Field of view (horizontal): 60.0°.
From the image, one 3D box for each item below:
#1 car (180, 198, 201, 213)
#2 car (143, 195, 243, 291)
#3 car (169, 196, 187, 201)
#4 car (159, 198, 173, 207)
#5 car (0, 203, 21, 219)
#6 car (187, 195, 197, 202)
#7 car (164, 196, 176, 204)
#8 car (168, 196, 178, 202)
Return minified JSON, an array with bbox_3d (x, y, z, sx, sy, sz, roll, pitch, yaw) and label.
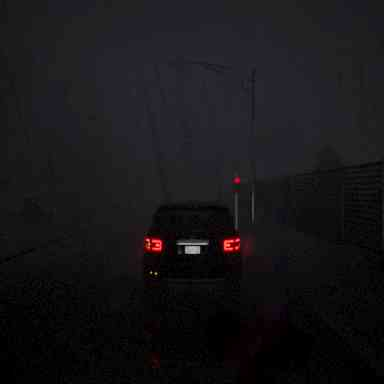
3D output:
[{"bbox_3d":[-0.115,1.526,38.551,1.812,1.442,4.674,1,0,8],"label":"car"},{"bbox_3d":[0.033,1.221,9.158,2.150,2.045,5.566,0,0,0],"label":"car"},{"bbox_3d":[-3.803,1.595,87.234,4.718,1.301,1.895,0,0,40],"label":"car"},{"bbox_3d":[-4.153,1.601,53.590,1.895,1.301,4.718,0,0,0],"label":"car"},{"bbox_3d":[-17.155,1.478,28.342,5.008,1.535,1.882,0,0,0],"label":"car"},{"bbox_3d":[-0.097,1.478,77.545,1.882,1.535,5.008,0,0,-4],"label":"car"},{"bbox_3d":[-4.125,1.547,63.353,2.033,1.411,5.357,0,0,0],"label":"car"},{"bbox_3d":[-4.083,1.552,73.338,1.994,1.385,4.181,0,0,0],"label":"car"}]
